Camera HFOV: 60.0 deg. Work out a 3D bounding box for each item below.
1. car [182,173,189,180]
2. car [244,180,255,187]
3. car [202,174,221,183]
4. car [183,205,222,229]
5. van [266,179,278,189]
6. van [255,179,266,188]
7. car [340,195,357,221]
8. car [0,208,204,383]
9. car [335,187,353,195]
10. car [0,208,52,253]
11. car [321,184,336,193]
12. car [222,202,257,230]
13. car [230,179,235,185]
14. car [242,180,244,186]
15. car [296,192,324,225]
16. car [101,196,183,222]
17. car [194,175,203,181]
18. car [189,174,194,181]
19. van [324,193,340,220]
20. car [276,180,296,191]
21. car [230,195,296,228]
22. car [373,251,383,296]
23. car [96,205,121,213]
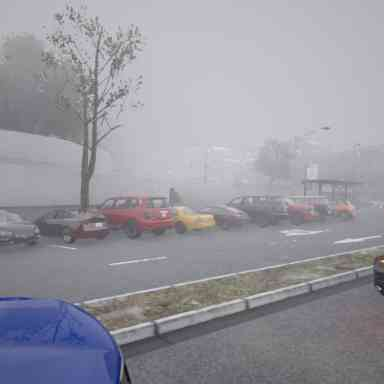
[{"bbox_3d":[0.280,-4.083,93.410,2.185,1.767,4.553,4,1,34],"label":"car"},{"bbox_3d":[14.294,-1.811,73.893,1.946,1.575,5.366,7,3,35],"label":"car"},{"bbox_3d":[5.640,-3.174,86.203,1.946,1.575,5.366,7,3,34],"label":"car"},{"bbox_3d":[-1.240,1.503,19.499,5.366,1.575,1.946,-1,-1,35],"label":"car"},{"bbox_3d":[17.586,-1.489,68.683,1.878,1.987,4.442,7,4,35],"label":"van"},{"bbox_3d":[15.863,-1.763,71.158,1.878,1.987,4.442,7,4,35],"label":"van"},{"bbox_3d":[11.272,1.404,27.983,4.553,1.767,2.185,-1,-1,35],"label":"car"},{"bbox_3d":[-2.841,1.221,1.110,5.566,2.045,2.150,0,0,-35],"label":"car"},{"bbox_3d":[26.222,0.138,56.445,2.002,1.452,4.674,7,3,35],"label":"car"},{"bbox_3d":[-8.436,1.494,14.195,4.892,1.521,2.231,-1,-1,35],"label":"car"},{"bbox_3d":[24.536,-0.425,58.921,2.435,2.045,5.566,7,3,35],"label":"car"},{"bbox_3d":[1.370,1.549,21.121,4.674,1.452,2.002,-1,-1,35],"label":"car"},{"bbox_3d":[10.730,-2.316,78.683,2.002,1.452,4.674,7,3,35],"label":"car"},{"bbox_3d":[12.467,-2.042,76.217,2.002,1.452,4.674,7,4,35],"label":"car"},{"bbox_3d":[6.318,1.268,24.573,5.566,2.045,2.435,-1,-1,35],"label":"car"},{"bbox_3d":[-3.564,1.248,17.676,5.566,2.045,2.435,-1,-1,35],"label":"car"},{"bbox_3d":[3.794,-3.697,88.467,2.435,2.045,5.566,7,3,34],"label":"car"},{"bbox_3d":[2.005,-3.849,90.936,2.185,1.767,4.553,6,3,34],"label":"car"},{"bbox_3d":[8.860,1.297,26.238,4.442,1.987,1.878,-1,-1,35],"label":"van"},{"bbox_3d":[19.341,-0.991,66.317,2.231,1.521,4.892,7,3,35],"label":"car"},{"bbox_3d":[3.801,1.263,22.873,5.566,2.045,2.435,-1,-1,35],"label":"car"},{"bbox_3d":[5.853,1.515,7.278,4.892,1.490,1.837,0,0,-35],"label":"car"},{"bbox_3d":[-6.012,1.524,15.936,4.792,1.488,2.163,-1,-1,35],"label":"car"}]
